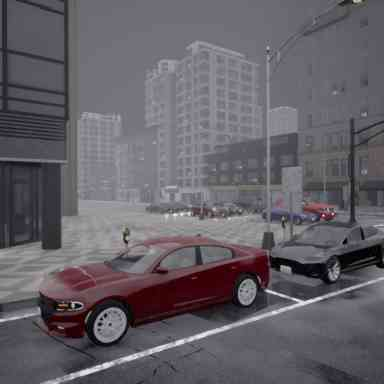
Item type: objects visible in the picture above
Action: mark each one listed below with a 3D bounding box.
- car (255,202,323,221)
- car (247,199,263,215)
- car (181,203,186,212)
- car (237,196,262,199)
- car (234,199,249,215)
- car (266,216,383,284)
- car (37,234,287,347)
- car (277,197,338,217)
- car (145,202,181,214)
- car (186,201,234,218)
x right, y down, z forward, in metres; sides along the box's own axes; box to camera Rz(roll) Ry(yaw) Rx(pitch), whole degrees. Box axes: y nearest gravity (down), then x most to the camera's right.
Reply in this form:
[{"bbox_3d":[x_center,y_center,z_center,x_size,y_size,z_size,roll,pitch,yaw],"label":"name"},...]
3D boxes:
[{"bbox_3d":[7.617,1.766,26.488,1.812,1.442,4.674,0,-1,-35],"label":"car"},{"bbox_3d":[8.523,1.855,36.806,2.033,1.411,5.357,0,0,-35],"label":"car"},{"bbox_3d":[-2.371,2.042,46.237,2.033,1.411,5.357,0,0,-36],"label":"car"},{"bbox_3d":[7.109,1.601,44.419,2.150,2.045,5.566,0,0,-35],"label":"car"},{"bbox_3d":[3.755,1.872,37.570,1.837,1.490,4.892,0,-1,-35],"label":"car"},{"bbox_3d":[4.121,1.564,9.591,4.313,1.339,1.947,0,0,-35],"label":"car"},{"bbox_3d":[-0.475,1.544,6.314,4.507,1.381,1.887,0,0,-35],"label":"car"},{"bbox_3d":[9.760,1.456,29.083,2.150,2.045,5.566,0,-1,-35],"label":"car"},{"bbox_3d":[-4.141,2.041,43.101,2.033,1.411,5.357,0,0,-36],"label":"car"},{"bbox_3d":[1.779,1.721,34.744,2.097,1.767,4.553,0,0,-35],"label":"car"}]
